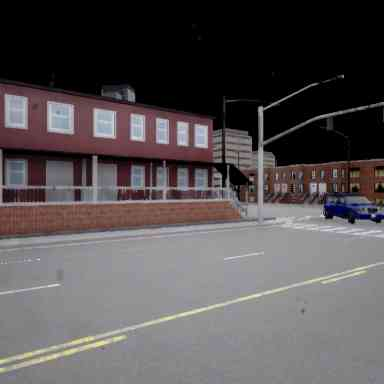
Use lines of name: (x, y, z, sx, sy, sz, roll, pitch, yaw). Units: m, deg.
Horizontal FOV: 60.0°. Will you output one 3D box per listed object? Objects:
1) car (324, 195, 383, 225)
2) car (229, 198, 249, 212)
car: (11.774, 1.224, 24.546, 2.150, 2.045, 5.566, 1, 0, -3)
car: (4.465, 1.477, 38.811, 1.882, 1.535, 5.008, 0, 0, -36)
